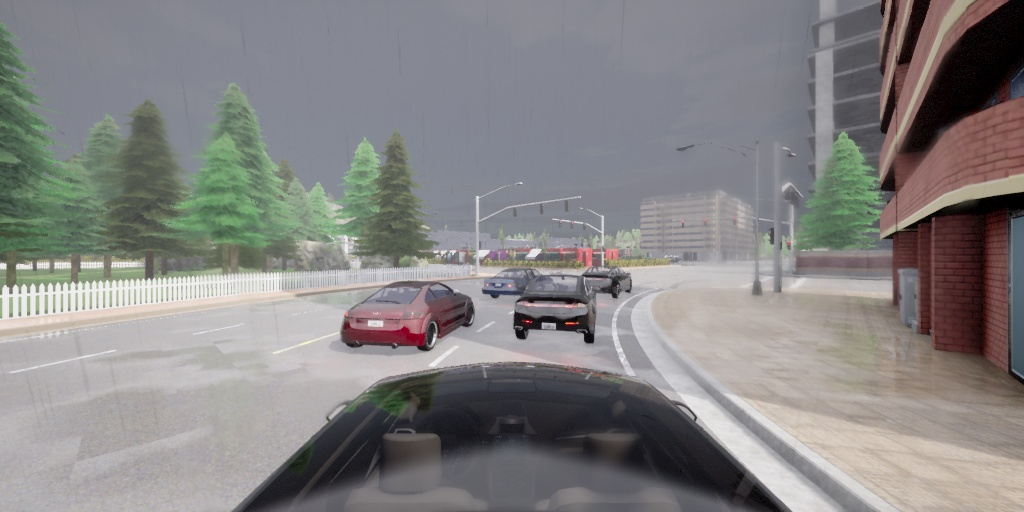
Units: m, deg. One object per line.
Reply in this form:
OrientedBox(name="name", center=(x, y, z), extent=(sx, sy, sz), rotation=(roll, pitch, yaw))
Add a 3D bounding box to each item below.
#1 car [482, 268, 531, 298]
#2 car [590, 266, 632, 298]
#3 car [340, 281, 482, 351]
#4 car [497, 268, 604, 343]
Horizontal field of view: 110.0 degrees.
OrientedBox(name="car", center=(0.473, 1.297, 17.834), extent=(2.033, 1.411, 5.357), rotation=(0, 0, 25))
OrientedBox(name="car", center=(4.846, 1.236, 18.346), extent=(2.128, 1.511, 4.902), rotation=(1, 1, 29))
OrientedBox(name="car", center=(-2.361, 1.314, 9.117), extent=(1.994, 1.385, 4.181), rotation=(0, 0, 10))
OrientedBox(name="car", center=(1.349, 1.242, 9.787), extent=(2.128, 1.511, 4.902), rotation=(0, 0, 14))
